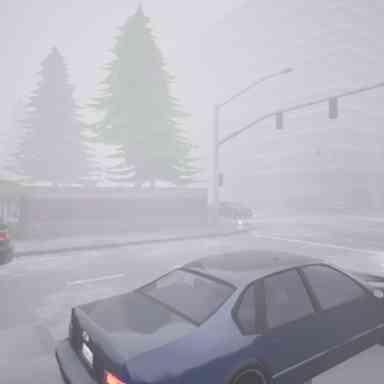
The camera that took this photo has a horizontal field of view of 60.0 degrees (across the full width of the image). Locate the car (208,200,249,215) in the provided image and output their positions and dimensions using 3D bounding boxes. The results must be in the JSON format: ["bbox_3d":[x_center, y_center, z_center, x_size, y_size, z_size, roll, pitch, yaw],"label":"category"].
[{"bbox_3d":[3.783,1.610,35.069,1.994,1.385,4.181,0,0,-35],"label":"car"}]

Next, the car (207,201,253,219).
[{"bbox_3d":[3.297,1.552,29.665,1.837,1.490,4.892,0,0,-35],"label":"car"}]

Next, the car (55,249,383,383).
[{"bbox_3d":[1.079,1.546,4.550,5.357,1.411,2.033,0,0,-35],"label":"car"}]

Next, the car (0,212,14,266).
[{"bbox_3d":[-7.144,1.222,7.445,5.566,2.045,2.150,0,0,-35],"label":"car"}]
